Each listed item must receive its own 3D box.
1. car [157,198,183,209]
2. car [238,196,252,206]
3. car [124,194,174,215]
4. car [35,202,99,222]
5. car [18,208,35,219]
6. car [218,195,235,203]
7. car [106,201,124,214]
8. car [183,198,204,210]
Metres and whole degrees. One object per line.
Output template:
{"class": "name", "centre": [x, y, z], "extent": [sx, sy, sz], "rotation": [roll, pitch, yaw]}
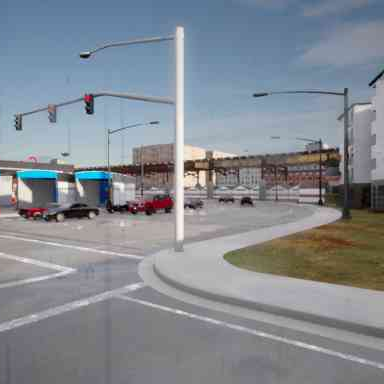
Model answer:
{"class": "car", "centre": [-2.927, 1.547, 46.016], "extent": [2.033, 1.411, 5.357], "rotation": [0, 0, 15]}
{"class": "car", "centre": [9.057, 1.500, 56.527], "extent": [1.837, 1.490, 4.892], "rotation": [0, -1, 1]}
{"class": "car", "centre": [-4.104, 1.221, 34.405], "extent": [2.150, 2.045, 5.566], "rotation": [0, 0, 30]}
{"class": "car", "centre": [-9.567, 1.526, 26.468], "extent": [1.812, 1.442, 4.674], "rotation": [0, 0, 36]}
{"class": "car", "centre": [-12.270, 1.601, 28.650], "extent": [1.895, 1.301, 4.718], "rotation": [0, 0, 37]}
{"class": "car", "centre": [7.106, 1.356, 69.267], "extent": [2.097, 1.767, 4.553], "rotation": [0, 0, -18]}
{"class": "car", "centre": [-7.084, 1.601, 36.209], "extent": [1.895, 1.301, 4.718], "rotation": [0, 0, 30]}
{"class": "car", "centre": [0.148, 1.547, 44.088], "extent": [2.033, 1.411, 5.357], "rotation": [0, 0, 16]}
